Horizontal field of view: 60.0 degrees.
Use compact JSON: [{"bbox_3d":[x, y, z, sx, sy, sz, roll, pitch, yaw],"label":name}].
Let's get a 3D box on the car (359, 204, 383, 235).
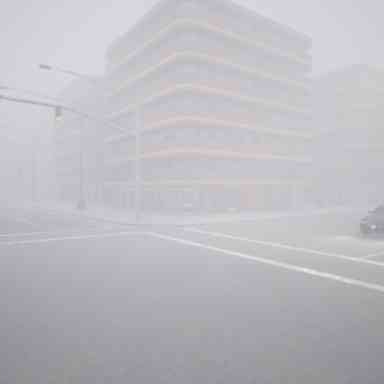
[{"bbox_3d":[10.149,1.329,16.457,4.892,1.490,1.837,0,1,-36],"label":"car"}]
